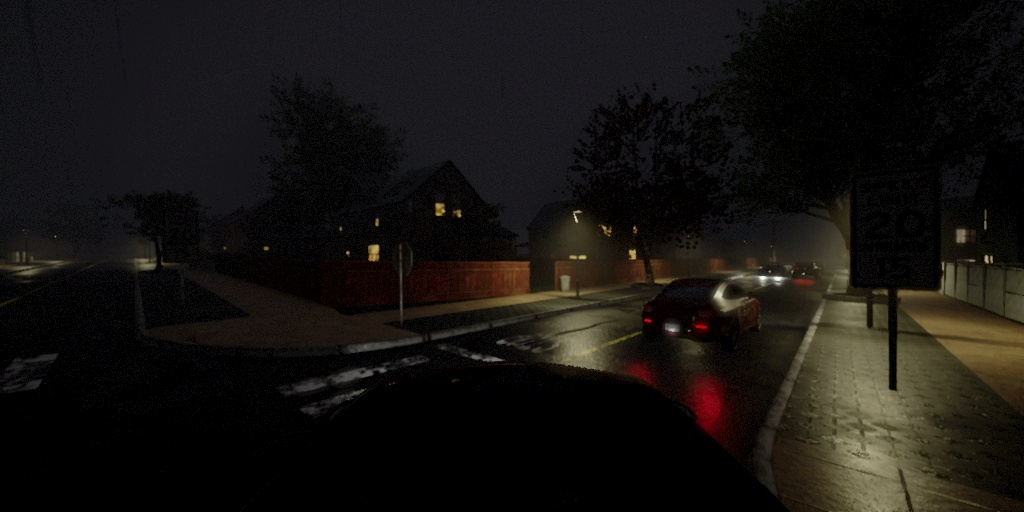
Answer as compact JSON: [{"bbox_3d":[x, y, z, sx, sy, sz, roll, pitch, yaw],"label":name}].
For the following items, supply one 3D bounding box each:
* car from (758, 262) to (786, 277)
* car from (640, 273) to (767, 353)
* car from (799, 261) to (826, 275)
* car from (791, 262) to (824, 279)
[{"bbox_3d":[26.617,1.350,36.597,1.994,1.385,4.181,0,0,43],"label":"car"},{"bbox_3d":[4.763,1.263,8.858,1.812,1.442,4.674,0,0,43],"label":"car"},{"bbox_3d":[33.654,1.338,40.142,2.033,1.411,5.357,0,0,43],"label":"car"},{"bbox_3d":[26.825,1.284,32.675,1.837,1.490,4.892,0,0,43],"label":"car"}]
